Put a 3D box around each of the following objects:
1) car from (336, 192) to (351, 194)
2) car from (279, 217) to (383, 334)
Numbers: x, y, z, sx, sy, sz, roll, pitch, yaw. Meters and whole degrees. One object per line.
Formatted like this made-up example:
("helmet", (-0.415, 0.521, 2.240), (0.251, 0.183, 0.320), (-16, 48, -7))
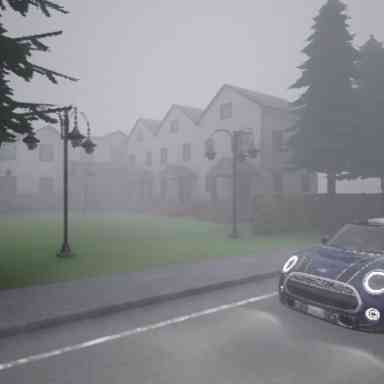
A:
("car", (33.526, 1.020, 75.249), (1.905, 1.878, 3.866), (0, 0, -36))
("car", (3.847, 1.346, 6.718), (4.553, 1.767, 2.097), (0, 0, -35))
